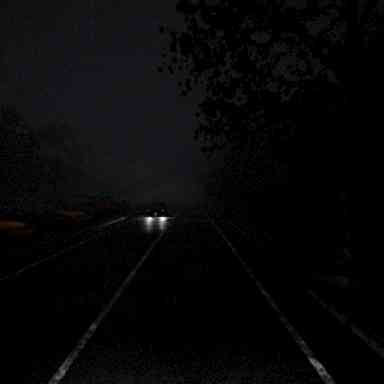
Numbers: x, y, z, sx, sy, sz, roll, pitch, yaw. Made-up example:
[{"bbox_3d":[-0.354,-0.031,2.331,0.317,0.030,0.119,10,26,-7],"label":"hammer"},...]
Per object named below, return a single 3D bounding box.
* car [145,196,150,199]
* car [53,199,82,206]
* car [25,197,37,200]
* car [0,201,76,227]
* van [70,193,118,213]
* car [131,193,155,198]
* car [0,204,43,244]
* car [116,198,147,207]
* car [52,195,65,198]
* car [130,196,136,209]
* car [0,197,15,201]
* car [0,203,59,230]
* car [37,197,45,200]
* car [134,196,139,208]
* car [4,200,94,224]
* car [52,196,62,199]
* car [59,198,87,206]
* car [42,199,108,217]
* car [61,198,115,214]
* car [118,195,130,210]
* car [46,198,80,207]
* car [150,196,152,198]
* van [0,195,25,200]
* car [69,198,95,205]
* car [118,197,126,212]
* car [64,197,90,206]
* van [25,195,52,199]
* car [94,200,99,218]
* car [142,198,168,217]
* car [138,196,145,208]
[{"bbox_3d":[-10.091,1.799,54.158,5.366,1.575,1.946,0,-1,0],"label":"car"},{"bbox_3d":[-23.348,1.958,62.506,4.674,1.452,2.002,0,-1,0],"label":"car"},{"bbox_3d":[-23.392,1.698,43.124,4.792,1.488,2.163,0,0,0],"label":"car"},{"bbox_3d":[-10.303,1.545,20.855,4.892,1.521,2.231,0,0,0],"label":"car"},{"bbox_3d":[-10.405,1.390,34.737,4.442,1.987,1.878,0,0,0],"label":"van"},{"bbox_3d":[-10.300,1.666,62.489,5.566,2.045,2.435,0,-1,0],"label":"car"},{"bbox_3d":[-10.114,1.512,15.303,5.366,1.575,1.946,0,0,0],"label":"car"},{"bbox_3d":[-10.281,1.842,56.933,4.892,1.521,2.231,0,-1,0],"label":"car"},{"bbox_3d":[-23.385,1.551,54.201,5.566,2.045,2.435,0,-1,0],"label":"car"},{"bbox_3d":[-10.277,1.669,43.065,4.892,1.521,2.231,0,-1,0],"label":"car"},{"bbox_3d":[-23.371,1.631,37.587,5.008,1.535,2.097,0,0,0],"label":"car"},{"bbox_3d":[-10.292,1.531,18.079,4.892,1.521,2.231,0,0,0],"label":"car"},{"bbox_3d":[-23.390,1.723,45.763,4.792,1.488,2.163,0,-1,0],"label":"car"},{"bbox_3d":[-10.467,1.692,45.833,5.366,1.575,1.946,0,-1,0],"label":"car"},{"bbox_3d":[-10.109,1.556,23.631,5.366,1.575,1.946,0,0,0],"label":"car"},{"bbox_3d":[-23.329,1.794,51.428,4.792,1.488,2.163,0,-1,0],"label":"car"},{"bbox_3d":[-23.320,1.986,65.276,4.792,1.488,2.163,0,-1,0],"label":"car"},{"bbox_3d":[-10.262,1.617,29.184,4.792,1.488,2.163,0,0,0],"label":"car"},{"bbox_3d":[-10.261,1.631,31.960,4.792,1.488,2.163,0,0,0],"label":"car"},{"bbox_3d":[-10.316,1.522,40.287,4.553,1.767,2.185,0,0,0],"label":"car"},{"bbox_3d":[-23.167,1.876,59.736,5.366,1.575,1.946,0,-1,0],"label":"car"},{"bbox_3d":[-10.458,1.876,59.710,5.366,1.575,1.946,0,-1,0],"label":"car"},{"bbox_3d":[-23.256,1.422,40.374,4.442,1.987,1.878,0,0,0],"label":"van"},{"bbox_3d":[-23.341,2.031,70.692,5.008,1.535,2.097,0,-1,0],"label":"car"},{"bbox_3d":[-10.316,1.660,37.513,4.792,1.488,2.163,0,0,0],"label":"car"},{"bbox_3d":[-23.379,1.867,67.923,4.553,1.767,2.185,0,-1,0],"label":"car"},{"bbox_3d":[-23.476,1.500,48.537,4.442,1.987,1.878,0,-1,0],"label":"van"},{"bbox_3d":[-10.264,1.603,26.407,4.792,1.488,2.163,0,0,0],"label":"car"},{"bbox_3d":[-3.394,1.667,33.613,2.033,1.411,5.357,0,0,0],"label":"car"},{"bbox_3d":[-10.094,1.723,48.485,5.366,1.575,1.946,0,-1,0],"label":"car"}]
